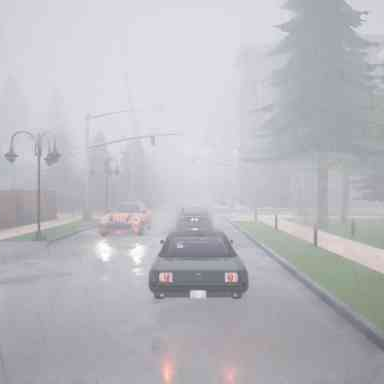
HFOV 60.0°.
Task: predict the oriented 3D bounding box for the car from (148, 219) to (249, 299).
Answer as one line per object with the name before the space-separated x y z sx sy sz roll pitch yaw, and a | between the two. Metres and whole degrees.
car | 0.118 1.601 8.367 1.895 1.301 4.718 0 0 0

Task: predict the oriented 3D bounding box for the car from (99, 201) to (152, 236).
car | -3.495 1.350 18.137 2.097 1.767 4.553 0 0 1

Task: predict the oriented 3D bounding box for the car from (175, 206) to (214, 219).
car | 0.129 1.505 17.738 1.837 1.490 4.892 0 0 0
